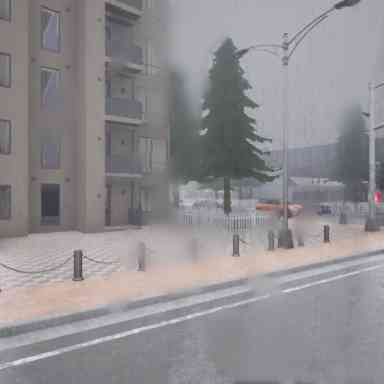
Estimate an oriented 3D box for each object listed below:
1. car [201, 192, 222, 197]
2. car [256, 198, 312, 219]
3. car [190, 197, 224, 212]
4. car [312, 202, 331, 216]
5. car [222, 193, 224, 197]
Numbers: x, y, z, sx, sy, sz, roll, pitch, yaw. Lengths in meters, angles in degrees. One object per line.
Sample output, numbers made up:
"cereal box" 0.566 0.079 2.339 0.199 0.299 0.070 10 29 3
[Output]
"car" 5.368 1.113 92.674 1.932 1.855 4.605 0 0 -37
"car" 7.869 1.367 29.606 2.097 1.767 4.553 0 0 -37
"car" 1.823 1.579 37.593 1.994 1.385 4.181 0 0 -37
"car" 10.580 1.562 32.150 2.033 1.411 5.357 0 0 -37
"car" 7.454 1.092 94.739 1.905 1.878 3.866 0 0 -37
